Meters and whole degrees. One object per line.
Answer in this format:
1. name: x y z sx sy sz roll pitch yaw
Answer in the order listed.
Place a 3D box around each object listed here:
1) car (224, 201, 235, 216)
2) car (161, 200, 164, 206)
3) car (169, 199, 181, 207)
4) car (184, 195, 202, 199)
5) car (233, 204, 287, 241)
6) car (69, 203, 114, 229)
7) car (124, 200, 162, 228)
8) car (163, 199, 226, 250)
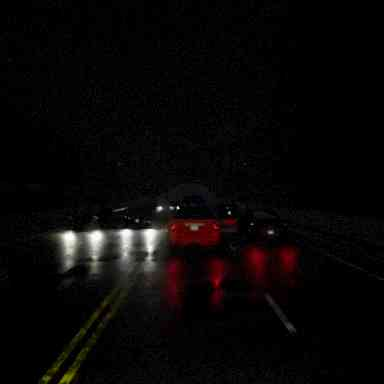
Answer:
1. car: 3.341 1.637 32.160 1.837 1.490 4.892 0 -1 0
2. car: -6.523 2.187 64.033 1.895 1.301 4.718 0 -1 0
3. car: -3.277 2.148 64.067 1.994 1.385 4.181 0 -1 0
4. car: 0.091 1.340 31.083 2.150 2.045 5.566 0 -1 0
5. car: 3.345 1.532 16.434 1.812 1.442 4.674 0 0 0
6. car: -6.603 1.515 22.303 1.882 1.535 5.008 0 0 0
7. car: -3.354 1.545 22.728 1.837 1.490 4.892 0 -1 0
8. car: 0.093 1.351 14.435 2.097 1.767 4.553 0 0 0
